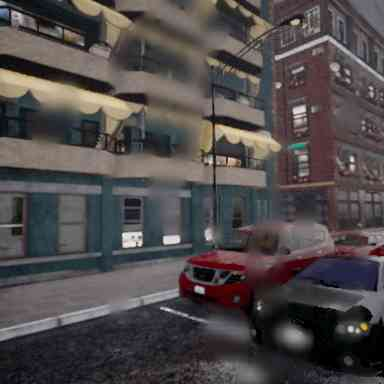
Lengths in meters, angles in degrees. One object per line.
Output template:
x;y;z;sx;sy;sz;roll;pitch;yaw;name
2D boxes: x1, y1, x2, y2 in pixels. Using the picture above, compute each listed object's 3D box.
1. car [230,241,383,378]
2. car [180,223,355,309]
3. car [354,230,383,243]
2.880;1.854;5.980;4.181;1.385;1.994;2;-5;-43;car
2.008;1.788;8.690;5.009;1.841;2.192;2;-4;-43;car
6.109;2.145;12.451;4.507;1.381;1.887;2;-4;-43;car
